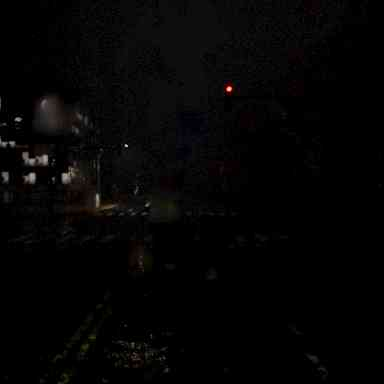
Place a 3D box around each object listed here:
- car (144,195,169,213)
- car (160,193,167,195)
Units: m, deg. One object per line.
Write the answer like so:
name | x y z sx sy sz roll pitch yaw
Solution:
car | -3.682 1.306 33.473 2.033 1.411 5.357 0 1 -2
car | -5.342 1.081 62.448 1.837 1.490 4.892 0 3 -4
